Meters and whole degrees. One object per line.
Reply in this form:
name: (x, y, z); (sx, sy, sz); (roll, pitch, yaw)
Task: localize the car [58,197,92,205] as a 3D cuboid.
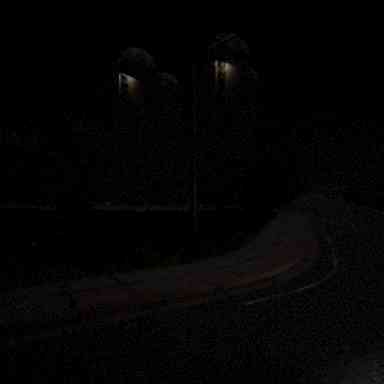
car: (-14.056, 1.417, 40.364); (2.242, 1.667, 4.611); (0, 0, 18)
